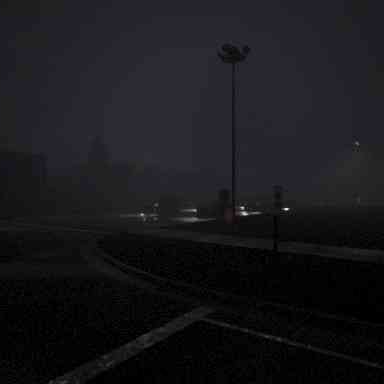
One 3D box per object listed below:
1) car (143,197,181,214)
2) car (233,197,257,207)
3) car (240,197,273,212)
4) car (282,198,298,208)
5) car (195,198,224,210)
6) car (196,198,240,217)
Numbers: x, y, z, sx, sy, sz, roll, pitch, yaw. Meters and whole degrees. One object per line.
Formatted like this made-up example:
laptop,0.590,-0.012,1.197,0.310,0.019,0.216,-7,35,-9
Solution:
car,-3.230,1.352,35.858,2.097,1.767,4.553,0,0,35
car,8.381,1.505,52.436,1.837,1.490,4.892,0,0,35
car,7.945,1.352,39.634,2.097,1.767,4.553,0,0,35
car,13.675,1.564,47.817,1.994,1.385,4.181,0,0,35
car,2.383,1.564,43.892,1.994,1.385,4.181,0,0,35
car,2.317,1.478,31.581,1.882,1.535,5.008,0,0,35
